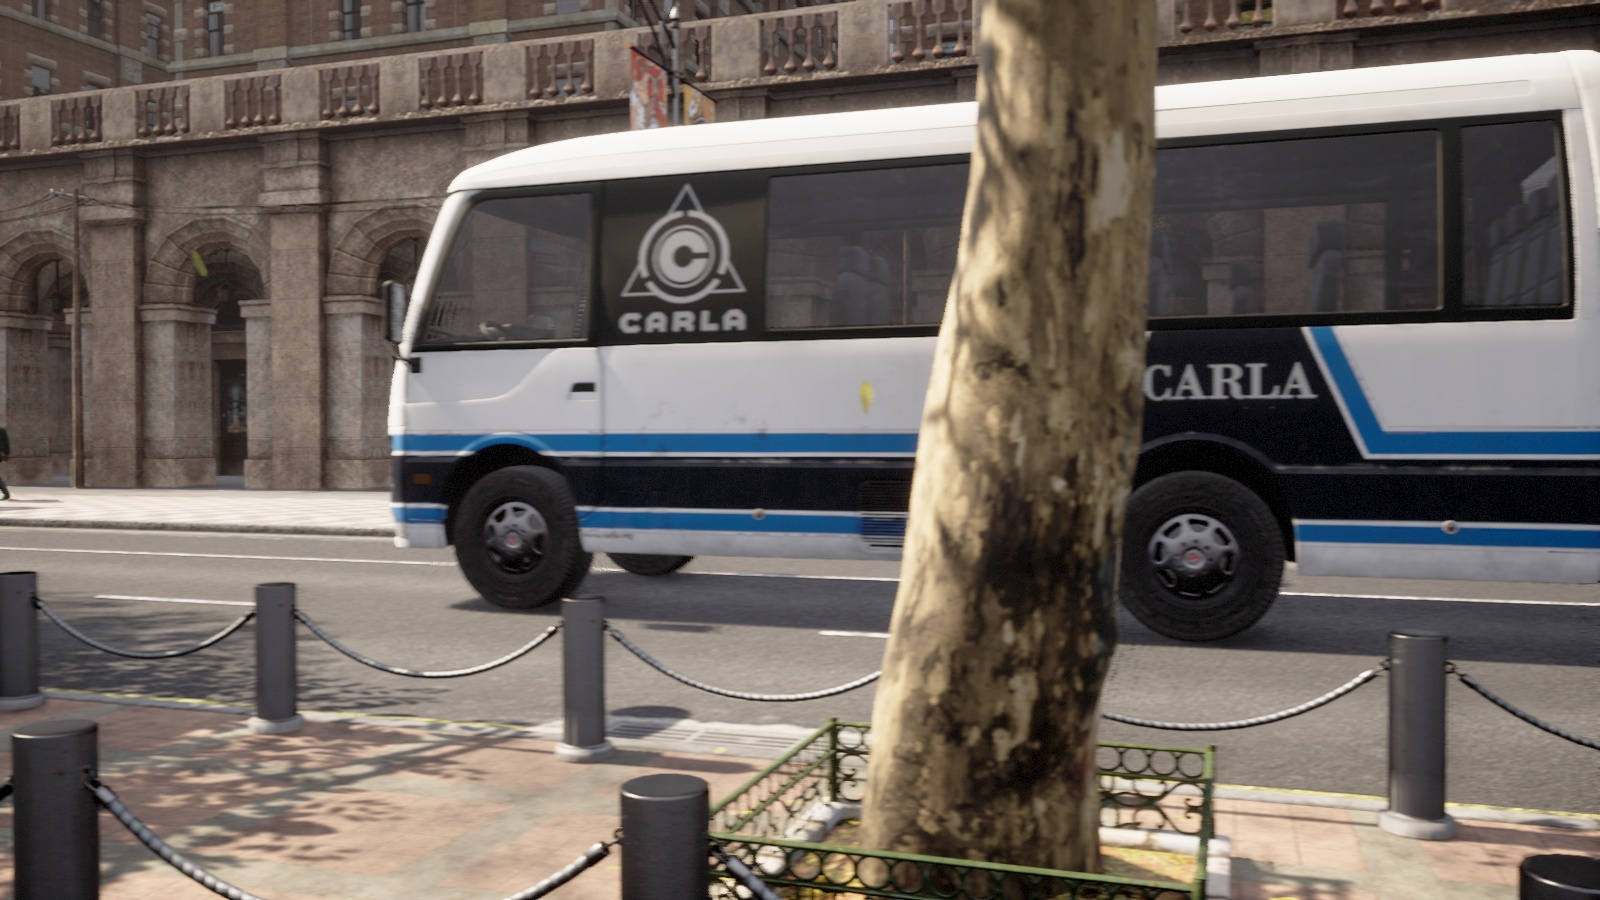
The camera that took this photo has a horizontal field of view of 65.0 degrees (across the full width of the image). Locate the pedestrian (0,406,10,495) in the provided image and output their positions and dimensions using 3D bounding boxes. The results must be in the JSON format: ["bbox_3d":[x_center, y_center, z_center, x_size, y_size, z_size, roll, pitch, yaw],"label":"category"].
[{"bbox_3d":[-16.853,0.001,26.159,0.614,1.847,0.353,1,1,20],"label":"pedestrian"}]

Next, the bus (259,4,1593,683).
[{"bbox_3d":[0.700,-0.730,11.377,10.273,4.253,3.944,1,1,19],"label":"bus"}]
